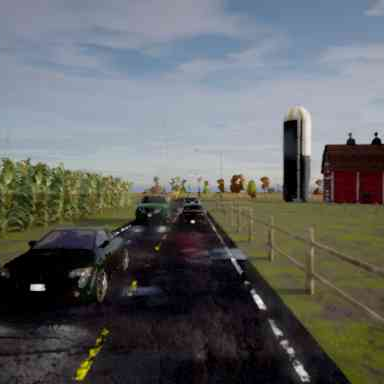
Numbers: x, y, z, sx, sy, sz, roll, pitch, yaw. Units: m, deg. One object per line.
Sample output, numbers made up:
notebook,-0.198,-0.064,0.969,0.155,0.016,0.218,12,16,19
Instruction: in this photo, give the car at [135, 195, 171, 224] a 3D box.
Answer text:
car,-2.810,1.232,25.100,2.150,2.045,5.566,0,-1,0

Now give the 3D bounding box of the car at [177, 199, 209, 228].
car,0.061,1.511,22.344,1.837,1.490,4.892,0,1,0

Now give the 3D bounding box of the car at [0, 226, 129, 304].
car,-2.829,1.564,8.100,1.994,1.385,4.181,0,0,0

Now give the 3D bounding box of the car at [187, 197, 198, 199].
car,0.035,1.369,42.196,2.097,1.767,4.553,0,0,0
